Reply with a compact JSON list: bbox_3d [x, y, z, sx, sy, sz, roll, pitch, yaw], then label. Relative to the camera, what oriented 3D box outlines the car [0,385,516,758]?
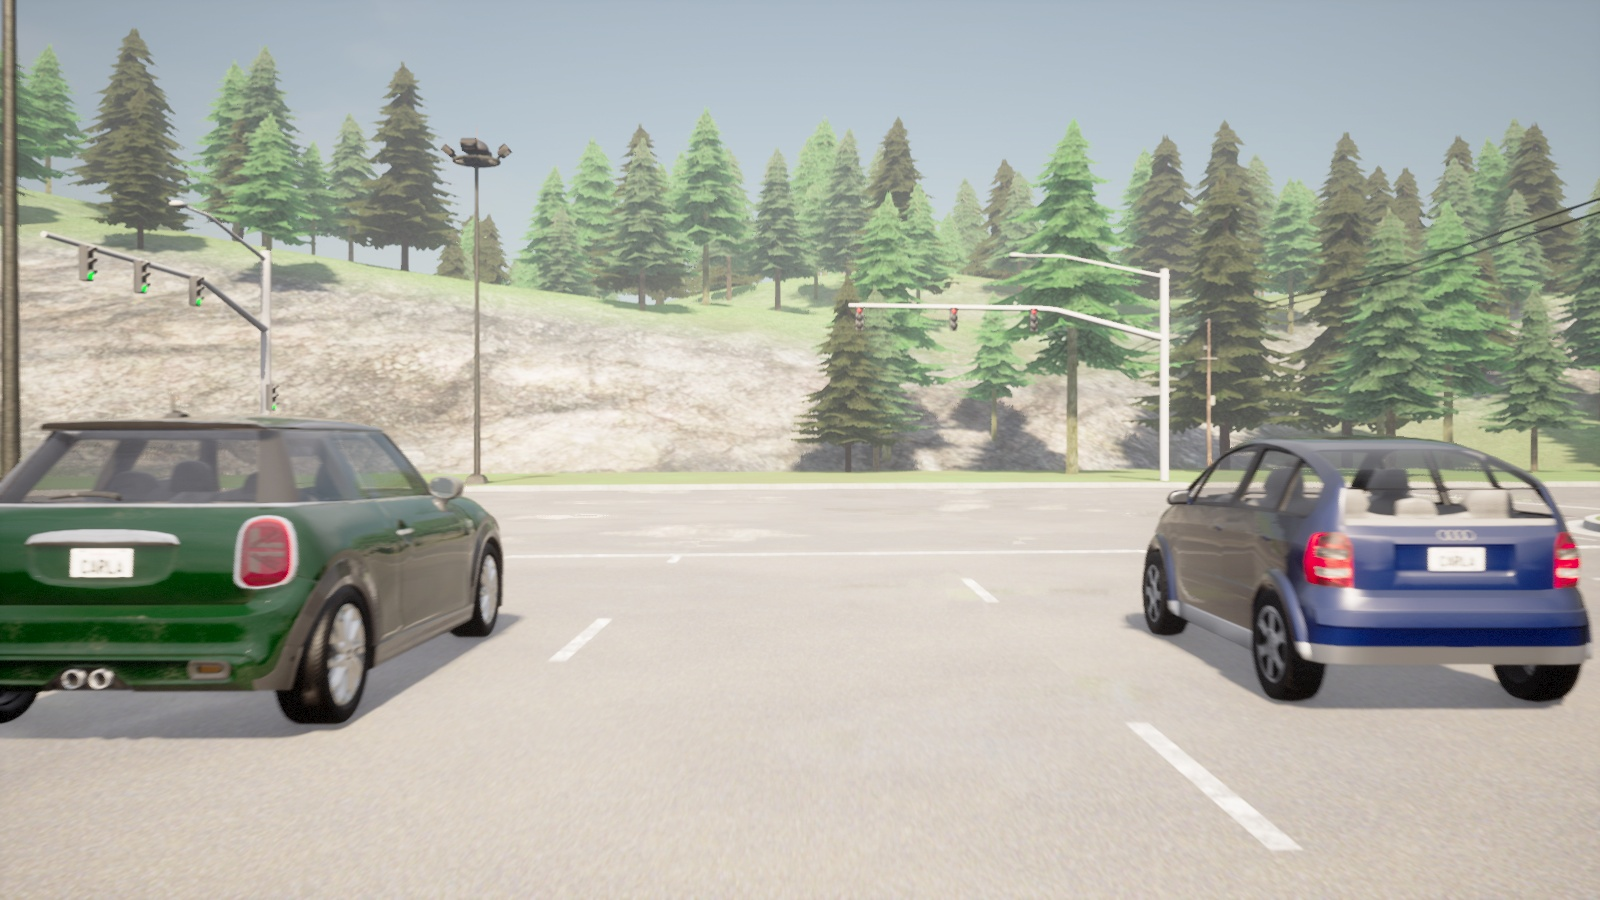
[{"bbox_3d":[-3.437,0.567,8.241,2.097,1.767,4.553,0,0,0],"label":"car"}]

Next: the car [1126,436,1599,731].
[{"bbox_3d":[3.563,0.692,8.463,1.789,1.549,3.705,0,0,0],"label":"car"}]
